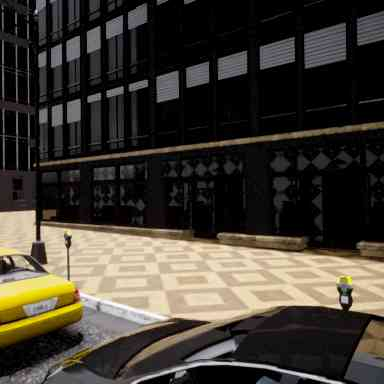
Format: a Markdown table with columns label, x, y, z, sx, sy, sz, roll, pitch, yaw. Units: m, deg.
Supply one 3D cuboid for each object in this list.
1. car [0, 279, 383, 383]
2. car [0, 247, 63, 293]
| label | x | y | z | sx | sy | sz | roll | pitch | yaw |
| --- | --- | --- | --- | --- | --- | --- | --- | --- | --- |
| car | 0.703 | 1.566 | 2.345 | 4.313 | 1.339 | 1.947 | 0 | -1 | 35 |
| car | -3.932 | 1.527 | 5.859 | 4.829 | 1.417 | 1.752 | 0 | -1 | 35 |
